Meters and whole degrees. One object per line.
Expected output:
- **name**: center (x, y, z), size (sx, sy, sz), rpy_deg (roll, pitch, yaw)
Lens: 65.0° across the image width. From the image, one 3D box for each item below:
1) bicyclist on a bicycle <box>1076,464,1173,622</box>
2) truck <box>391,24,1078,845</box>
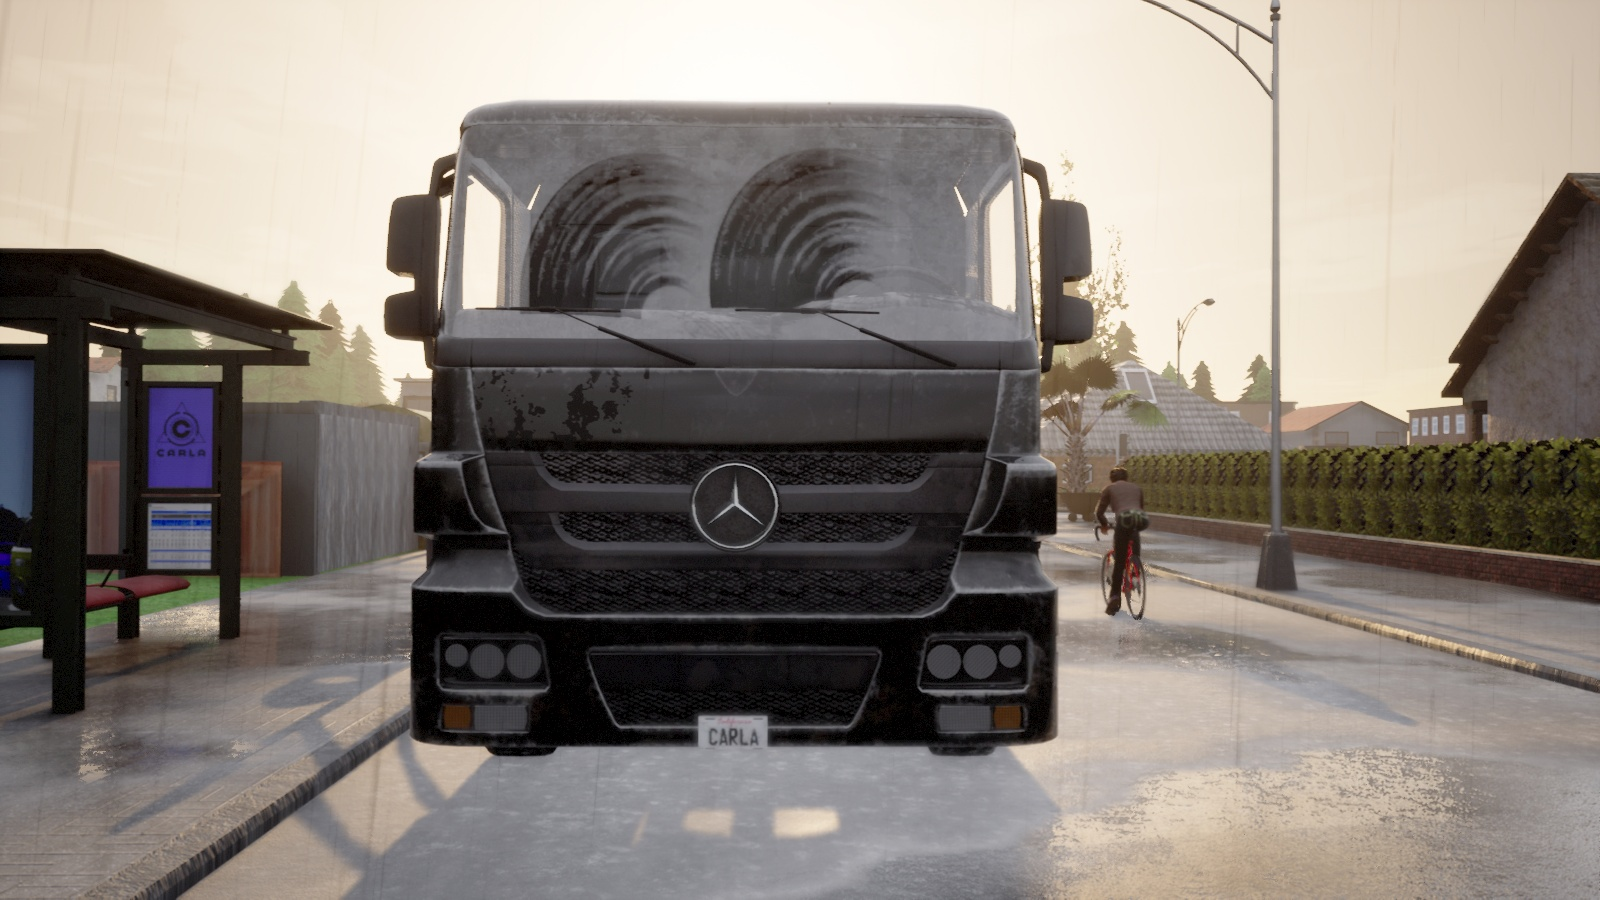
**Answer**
- **bicyclist on a bicycle**: center (3.528, 0.977, 13.782), size (0.582, 1.620, 1.656), rpy_deg (0, -1, -2)
- **truck**: center (-0.345, -0.016, 9.283), size (2.891, 3.462, 7.936), rpy_deg (0, -1, -1)
